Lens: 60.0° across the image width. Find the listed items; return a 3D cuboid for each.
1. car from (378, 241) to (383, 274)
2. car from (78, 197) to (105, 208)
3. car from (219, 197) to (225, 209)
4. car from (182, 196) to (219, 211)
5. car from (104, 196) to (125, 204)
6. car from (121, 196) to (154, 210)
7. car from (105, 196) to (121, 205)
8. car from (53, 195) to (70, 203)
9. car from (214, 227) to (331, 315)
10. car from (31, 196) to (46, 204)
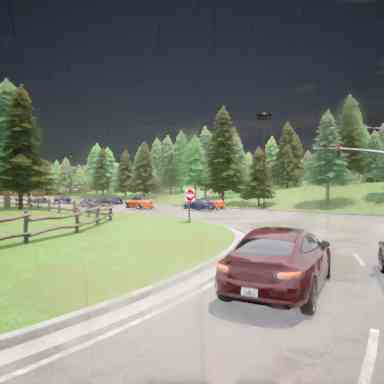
[{"bbox_3d":[5.353,1.547,7.332,2.033,1.411,5.357,0,0,24],"label":"car"},{"bbox_3d":[-14.551,1.525,47.222,1.812,1.442,4.674,0,0,-40],"label":"car"},{"bbox_3d":[2.130,1.351,43.797,2.097,1.767,4.553,0,0,-40],"label":"car"},{"bbox_3d":[0.707,1.525,40.065,1.812,1.442,4.674,0,0,-40],"label":"car"},{"bbox_3d":[-14.958,1.505,63.927,1.837,1.490,4.892,0,0,-40],"label":"car"},{"bbox_3d":[-7.004,1.351,43.740,2.097,1.767,4.553,0,0,-40],"label":"car"},{"bbox_3d":[-14.710,1.547,58.228,2.033,1.411,5.357,0,0,-40],"label":"car"},{"bbox_3d":[-25.978,1.353,66.045,2.097,1.767,4.553,0,0,-40],"label":"car"},{"bbox_3d":[2.045,1.526,7.635,1.812,1.442,4.674,0,0,28],"label":"car"},{"bbox_3d":[-30.094,1.524,65.402,1.812,1.442,4.674,0,0,-40],"label":"car"}]
